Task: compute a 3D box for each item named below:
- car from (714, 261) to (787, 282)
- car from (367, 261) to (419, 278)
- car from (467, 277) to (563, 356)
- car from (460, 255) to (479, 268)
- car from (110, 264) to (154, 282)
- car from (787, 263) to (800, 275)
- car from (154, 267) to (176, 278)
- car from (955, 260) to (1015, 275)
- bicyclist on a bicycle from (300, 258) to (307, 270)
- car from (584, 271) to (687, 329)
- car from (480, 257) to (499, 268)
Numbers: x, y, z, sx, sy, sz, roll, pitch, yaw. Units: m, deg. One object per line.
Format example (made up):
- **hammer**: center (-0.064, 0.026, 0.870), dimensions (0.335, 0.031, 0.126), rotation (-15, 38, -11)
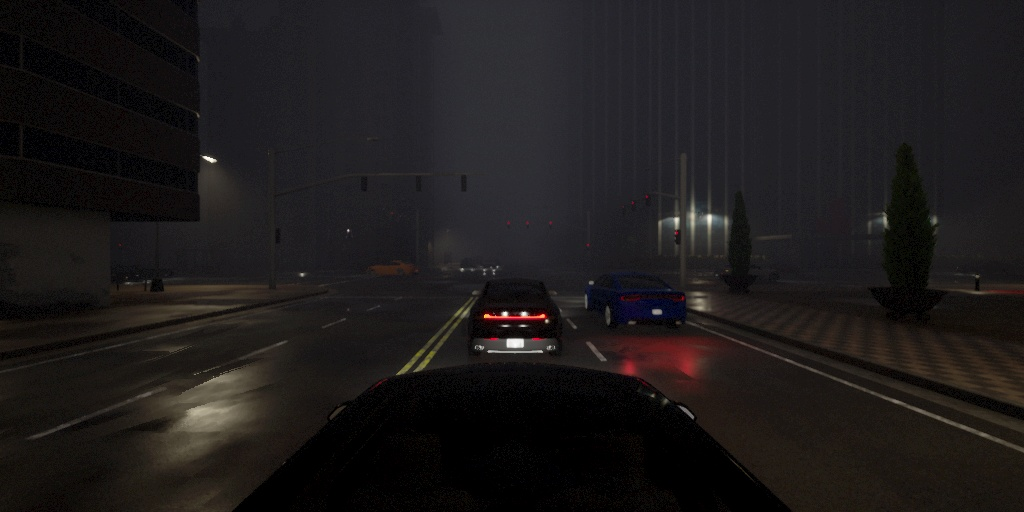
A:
- **car**: center (18.269, 1.250, 27.968), dimensions (4.674, 1.442, 1.812), rotation (0, 0, -1)
- **car**: center (-11.298, 1.196, 34.013), dimensions (5.008, 1.535, 1.882), rotation (0, -1, 15)
- **car**: center (0.061, 1.248, 8.576), dimensions (1.837, 1.490, 4.892), rotation (0, 0, 0)
- **car**: center (-7.077, 1.048, 57.736), dimensions (2.097, 1.767, 4.553), rotation (0, 0, 0)
- **car**: center (-30.674, 1.289, 27.432), dimensions (4.181, 1.385, 1.994), rotation (0, 0, 0)
- **car**: center (28.494, 1.278, 38.722), dimensions (4.181, 1.385, 1.994), rotation (0, 0, -1)
- **car**: center (-32.078, 1.323, 30.919), dimensions (4.718, 1.301, 1.895), rotation (0, 0, 0)
- **car**: center (51.266, 1.222, 38.867), dimensions (4.892, 1.490, 1.837), rotation (0, 0, 0)
- **bicyclist on a bicycle**: center (-26.424, 1.009, 45.449), dimensions (0.582, 1.620, 1.656), rotation (0, 0, -1)
- **car**: center (3.574, 1.218, 11.265), dimensions (1.882, 1.535, 5.008), rotation (0, 0, 0)
- **car**: center (-3.581, 1.222, 57.376), dimensions (1.812, 1.442, 4.674), rotation (0, 0, 0)
